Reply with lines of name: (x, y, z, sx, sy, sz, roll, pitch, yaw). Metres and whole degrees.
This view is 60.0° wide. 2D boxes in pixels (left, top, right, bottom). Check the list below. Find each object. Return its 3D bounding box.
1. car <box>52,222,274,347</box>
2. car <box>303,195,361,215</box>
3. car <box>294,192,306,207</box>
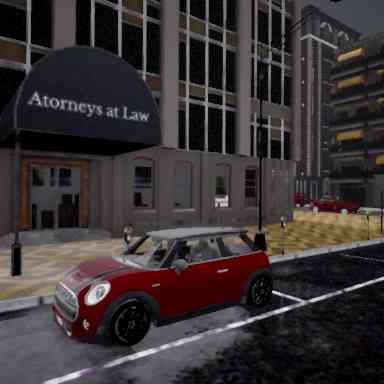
car: (-0.403, 1.439, 6.261, 4.097, 1.590, 1.967, 0, 1, -35)
car: (12.744, 1.264, 29.851, 1.887, 1.381, 4.507, 2, 0, -36)
car: (12.892, 0.940, 43.935, 2.192, 1.841, 5.009, 2, 0, -36)
